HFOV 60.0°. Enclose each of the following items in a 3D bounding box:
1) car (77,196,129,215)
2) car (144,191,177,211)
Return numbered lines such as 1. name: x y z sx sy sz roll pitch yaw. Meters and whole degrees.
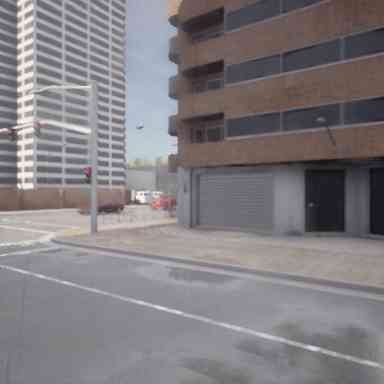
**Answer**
1. car: -9.153 1.492 33.595 1.882 1.535 5.008 0 0 35
2. car: -3.025 1.236 42.272 2.150 2.045 5.566 0 0 36
